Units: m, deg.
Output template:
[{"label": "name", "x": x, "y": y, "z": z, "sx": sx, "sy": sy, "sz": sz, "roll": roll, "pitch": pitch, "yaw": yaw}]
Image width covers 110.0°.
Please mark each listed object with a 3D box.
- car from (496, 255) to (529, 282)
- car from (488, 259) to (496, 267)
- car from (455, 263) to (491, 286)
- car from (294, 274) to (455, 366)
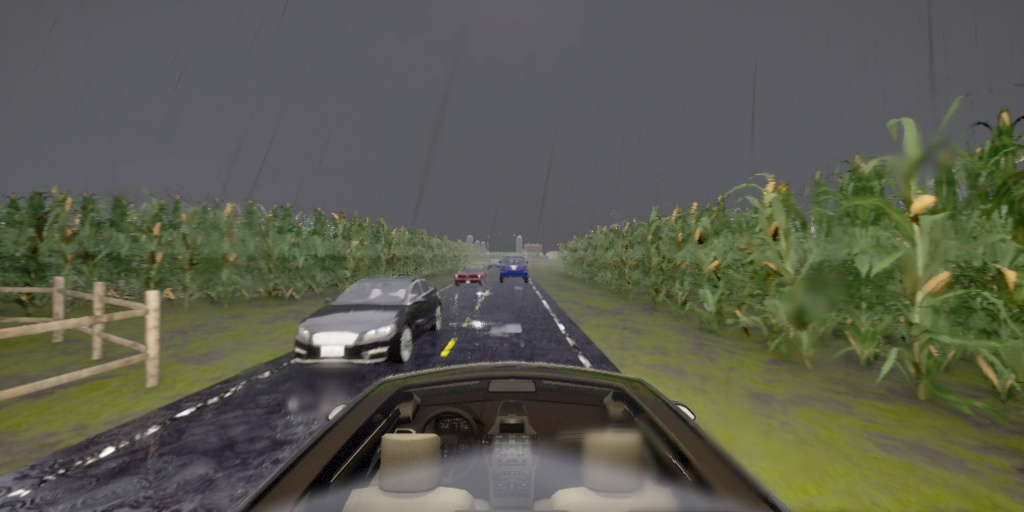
[{"label": "car", "x": 0.134, "y": 0.949, "z": 28.333, "sx": 2.150, "sy": 2.045, "sz": 5.566, "roll": 0, "pitch": 0, "yaw": 0}, {"label": "car", "x": -2.735, "y": 1.172, "z": 56.976, "sx": 1.837, "sy": 1.490, "sz": 4.892, "roll": 0, "pitch": 0, "yaw": 1}, {"label": "car", "x": -2.758, "y": 1.328, "z": 24.699, "sx": 1.895, "sy": 1.301, "sz": 4.718, "roll": 0, "pitch": 0, "yaw": 1}, {"label": "car", "x": -2.840, "y": 1.233, "z": 8.134, "sx": 2.128, "sy": 1.511, "sz": 4.902, "roll": 0, "pitch": 0, "yaw": 0}]
